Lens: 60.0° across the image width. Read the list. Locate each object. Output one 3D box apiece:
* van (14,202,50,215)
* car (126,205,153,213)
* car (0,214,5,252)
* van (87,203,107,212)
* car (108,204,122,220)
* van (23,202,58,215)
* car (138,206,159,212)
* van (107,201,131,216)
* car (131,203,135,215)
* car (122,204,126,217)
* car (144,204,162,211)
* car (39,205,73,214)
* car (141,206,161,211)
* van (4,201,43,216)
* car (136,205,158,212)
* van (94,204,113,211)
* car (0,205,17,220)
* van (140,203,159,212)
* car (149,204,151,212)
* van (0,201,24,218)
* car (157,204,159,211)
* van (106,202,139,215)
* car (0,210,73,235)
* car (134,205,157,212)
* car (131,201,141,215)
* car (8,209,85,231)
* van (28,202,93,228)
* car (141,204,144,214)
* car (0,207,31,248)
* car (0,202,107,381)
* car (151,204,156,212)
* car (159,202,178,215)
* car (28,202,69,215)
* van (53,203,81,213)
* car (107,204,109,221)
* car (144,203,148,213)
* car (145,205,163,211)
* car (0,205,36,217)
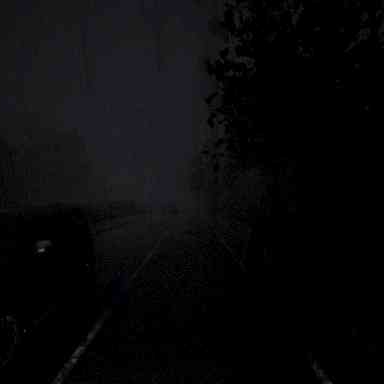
[{"bbox_3d":[-23.526,2.430,49.063,4.442,1.987,1.878,0,-2,0],"label":"van"},{"bbox_3d":[-10.321,3.358,65.549,4.892,1.521,2.231,0,-2,0],"label":"car"},{"bbox_3d":[-10.343,1.655,12.855,5.008,1.535,2.097,0,-1,0],"label":"car"},{"bbox_3d":[-23.520,3.838,82.276,4.442,1.987,1.878,0,-2,0],"label":"van"},{"bbox_3d":[-10.303,2.257,35.051,4.792,1.488,2.163,0,-2,0],"label":"car"},{"bbox_3d":[-23.526,2.542,51.706,4.442,1.987,1.878,0,-2,0],"label":"van"},{"bbox_3d":[-10.295,3.974,79.417,4.792,1.488,2.163,0,-2,0],"label":"car"},{"bbox_3d":[-10.215,2.148,40.609,4.442,1.987,1.878,0,-2,0],"label":"van"},{"bbox_3d":[-10.360,2.476,43.384,4.792,1.488,2.163,0,-2,0],"label":"car"},{"bbox_3d":[-10.335,2.341,37.827,4.674,1.452,2.002,0,-2,0],"label":"car"},{"bbox_3d":[-10.354,4.174,87.742,4.553,1.767,2.185,0,-3,0],"label":"car"},{"bbox_3d":[-23.403,3.008,57.357,5.008,1.535,2.097,0,-2,0],"label":"car"},{"bbox_3d":[-10.353,4.209,84.965,4.792,1.488,2.163,0,-2,0],"label":"car"},{"bbox_3d":[-23.294,2.307,46.163,4.442,1.987,1.878,0,-2,0],"label":"van"},{"bbox_3d":[-10.296,3.856,76.643,4.792,1.488,2.163,0,-2,0],"label":"car"},{"bbox_3d":[-23.294,4.076,87.827,4.442,1.987,1.878,0,-3,0],"label":"van"},{"bbox_3d":[-23.227,2.300,38.001,5.366,1.575,1.946,0,-2,0],"label":"car"},{"bbox_3d":[-10.441,3.836,82.201,4.442,1.987,1.878,0,-2,0],"label":"van"},{"bbox_3d":[-10.297,2.996,60.007,4.553,1.767,2.185,0,-2,0],"label":"car"},{"bbox_3d":[-23.295,2.150,40.774,4.442,1.987,1.878,0,-2,0],"label":"van"},{"bbox_3d":[-10.141,3.589,71.097,5.366,1.575,1.946,0,-2,0],"label":"car"},{"bbox_3d":[-10.213,2.426,48.917,4.442,1.987,1.878,0,-2,0],"label":"van"},{"bbox_3d":[-10.365,1.893,21.176,4.792,1.488,2.163,0,-2,0],"label":"car"},{"bbox_3d":[-10.296,3.739,73.869,4.792,1.488,2.163,0,-2,0],"label":"car"},{"bbox_3d":[-10.359,2.283,46.144,5.566,2.045,2.435,0,-2,0],"label":"car"},{"bbox_3d":[-10.337,1.976,23.951,4.674,1.452,2.002,0,-1,0],"label":"car"},{"bbox_3d":[-10.451,1.783,26.733,4.442,1.987,1.878,0,-2,0],"label":"van"},{"bbox_3d":[-10.332,2.809,51.679,4.674,1.452,2.002,0,-2,0],"label":"car"},{"bbox_3d":[-10.368,1.595,15.634,4.553,1.767,2.185,0,-2,0],"label":"car"},{"bbox_3d":[-3.353,1.292,5.834,2.150,2.045,5.566,0,-1,0],"label":"car"},{"bbox_3d":[-10.142,3.236,62.776,5.366,1.575,1.946,0,-2,0],"label":"car"},{"bbox_3d":[-3.345,2.502,50.874,2.150,2.045,5.566,0,-2,0],"label":"car"},{"bbox_3d":[-23.381,2.634,54.475,5.566,2.045,2.435,0,-2,0],"label":"car"},{"bbox_3d":[-23.524,3.011,62.777,4.442,1.987,1.878,0,-2,0],"label":"van"},{"bbox_3d":[-10.339,2.082,29.502,5.008,1.535,2.097,0,-2,0],"label":"car"},{"bbox_3d":[-10.324,2.886,54.455,5.008,1.535,2.097,0,-2,0],"label":"car"},{"bbox_3d":[-10.316,4.424,90.513,4.892,1.521,2.231,0,-3,0],"label":"car"},{"bbox_3d":[-23.416,2.449,43.537,5.008,1.535,2.097,0,-2,0],"label":"car"}]
